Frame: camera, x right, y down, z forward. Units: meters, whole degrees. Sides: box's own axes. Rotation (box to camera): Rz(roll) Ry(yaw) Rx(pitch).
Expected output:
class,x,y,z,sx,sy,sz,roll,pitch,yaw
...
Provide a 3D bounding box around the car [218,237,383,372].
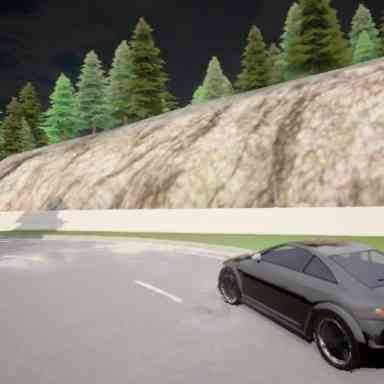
class,x,y,z,sx,sy,sz,roll,pitch,yaw
car,2.076,1.487,5.745,1.994,1.385,4.181,-2,0,-22
